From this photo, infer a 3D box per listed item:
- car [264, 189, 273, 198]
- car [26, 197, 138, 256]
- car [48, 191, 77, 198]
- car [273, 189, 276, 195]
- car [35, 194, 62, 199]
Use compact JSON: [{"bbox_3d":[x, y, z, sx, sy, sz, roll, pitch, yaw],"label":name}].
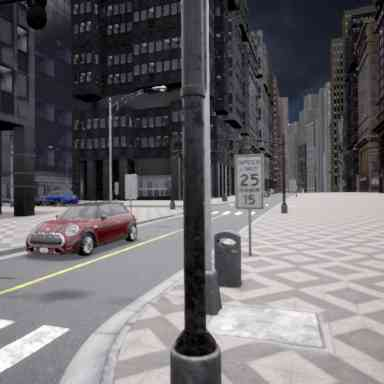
[{"bbox_3d":[13.974,0.500,64.908,1.994,1.385,4.181,-1,1,19],"label":"car"},{"bbox_3d":[-3.917,1.204,12.530,2.097,1.767,4.553,-1,1,19],"label":"car"},{"bbox_3d":[-17.619,0.875,43.422,5.566,2.045,2.150,-1,-1,19],"label":"car"},{"bbox_3d":[18.795,0.051,79.023,2.128,1.511,4.902,-1,1,19],"label":"car"},{"bbox_3d":[-18.682,1.248,40.406,4.718,1.301,1.895,-1,0,19],"label":"car"}]
